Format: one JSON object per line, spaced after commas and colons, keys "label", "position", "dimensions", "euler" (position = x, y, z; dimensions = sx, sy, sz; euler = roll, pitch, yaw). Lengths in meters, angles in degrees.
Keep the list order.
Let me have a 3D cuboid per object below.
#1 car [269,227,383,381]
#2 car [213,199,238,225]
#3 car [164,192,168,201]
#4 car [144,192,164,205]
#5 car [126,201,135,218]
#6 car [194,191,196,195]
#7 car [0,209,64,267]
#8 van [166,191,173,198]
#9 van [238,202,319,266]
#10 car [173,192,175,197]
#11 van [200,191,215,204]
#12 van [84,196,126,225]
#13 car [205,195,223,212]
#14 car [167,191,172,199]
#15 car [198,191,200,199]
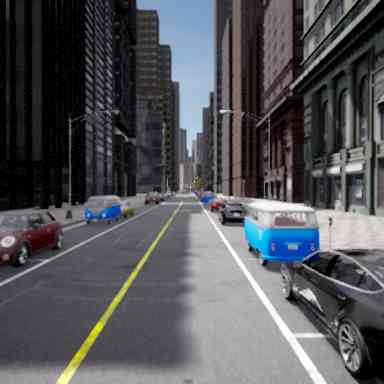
{"label": "car", "position": [2.750, 1.521, 5.258], "dimensions": [1.947, 1.339, 4.313], "euler": [0, 0, 0]}
{"label": "car", "position": [2.687, 1.384, 22.168], "dimensions": [1.947, 1.339, 4.313], "euler": [0, 0, 0]}
{"label": "car", "position": [-5.985, 1.065, 61.576], "dimensions": [1.887, 1.381, 4.507], "euler": [0, 0, 0]}
{"label": "car", "position": [-5.942, 0.918, 50.302], "dimensions": [2.192, 1.841, 5.009], "euler": [0, 0, 0]}
{"label": "car", "position": [-5.858, 1.305, 27.589], "dimensions": [1.752, 1.417, 4.829], "euler": [0, 0, 0]}
{"label": "car", "position": [2.414, 0.846, 95.441], "dimensions": [1.947, 1.339, 4.313], "euler": [0, 0, 0]}
{"label": "car", "position": [-5.796, 1.355, 10.850], "dimensions": [1.967, 1.590, 4.097], "euler": [0, 0, 0]}
{"label": "van", "position": [-6.090, 0.663, 89.755], "dimensions": [1.690, 1.788, 3.998], "euler": [0, 0, 0]}
{"label": "van", "position": [2.729, 1.250, 10.893], "dimensions": [1.690, 1.788, 3.998], "euler": [0, 0, 0]}
{"label": "car", "position": [-6.069, 0.911, 84.120], "dimensions": [2.008, 1.369, 4.403], "euler": [0, 0, 0]}
{"label": "van", "position": [2.582, 0.939, 50.349], "dimensions": [1.690, 1.788, 3.998], "euler": [0, 0, 0]}
{"label": "van", "position": [-5.837, 1.165, 22.122], "dimensions": [1.690, 1.788, 3.998], "euler": [0, 0, 0]}
{"label": "car", "position": [2.645, 1.273, 33.440], "dimensions": [1.887, 1.381, 4.507], "euler": [0, 0, 0]}
{"label": "car", "position": [-6.027, 0.990, 72.847], "dimensions": [2.008, 1.369, 4.403], "euler": [0, 0, 0]}
{"label": "car", "position": [2.561, 0.871, 55.985], "dimensions": [2.192, 1.841, 5.009], "euler": [0, 0, 0]}
